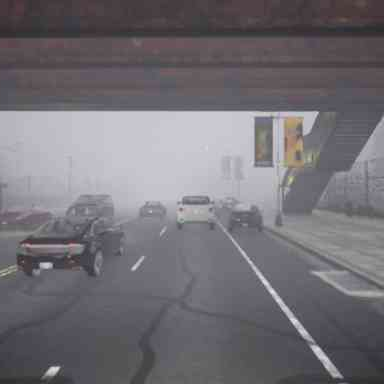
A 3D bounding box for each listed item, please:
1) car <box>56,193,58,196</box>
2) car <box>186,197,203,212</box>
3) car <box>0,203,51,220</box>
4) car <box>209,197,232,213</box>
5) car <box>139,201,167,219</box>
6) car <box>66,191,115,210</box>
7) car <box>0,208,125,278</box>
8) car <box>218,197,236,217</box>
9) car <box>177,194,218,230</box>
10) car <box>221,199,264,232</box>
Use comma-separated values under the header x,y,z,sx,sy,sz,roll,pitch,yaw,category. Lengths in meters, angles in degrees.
x,y,z,sx,sy,sz,roll,pitch,yaw,category
-28.857,1.059,69.573,2.185,1.767,4.553,0,0,0,car
0.238,1.396,38.645,1.837,1.490,4.892,0,0,0,car
-10.452,1.467,20.907,1.812,1.442,4.674,0,0,0,car
3.038,1.377,36.725,2.097,1.535,5.008,0,0,0,car
-3.265,1.484,28.265,1.994,1.385,4.181,0,0,0,car
-6.958,1.156,23.369,2.150,2.045,5.566,0,0,0,car
-3.320,1.463,10.041,2.128,1.511,4.902,0,0,0,car
3.176,1.269,30.300,2.185,1.767,4.553,0,0,0,car
0.226,1.160,20.981,2.150,2.045,5.566,0,0,0,car
3.139,1.426,19.525,2.231,1.521,4.892,0,0,10,car
